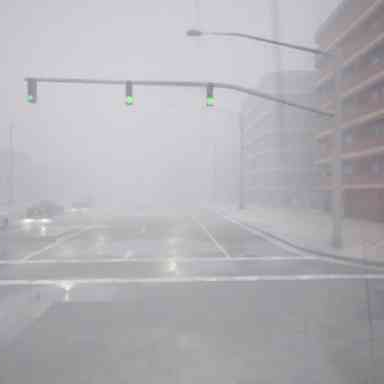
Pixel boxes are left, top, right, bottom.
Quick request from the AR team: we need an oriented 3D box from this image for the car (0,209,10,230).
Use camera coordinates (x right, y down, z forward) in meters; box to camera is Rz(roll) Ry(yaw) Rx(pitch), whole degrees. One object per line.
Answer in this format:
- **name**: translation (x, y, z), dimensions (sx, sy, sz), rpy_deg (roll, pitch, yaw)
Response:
- **car**: translation (-11.537, 1.455, 17.859), dimensions (1.812, 1.442, 4.674), rpy_deg (0, 1, -4)

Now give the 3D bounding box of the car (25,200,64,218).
- **car**: translation (-12.204, 1.376, 27.793), dimensions (1.994, 1.385, 4.181), rpy_deg (0, 1, -4)

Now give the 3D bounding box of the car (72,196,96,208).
- **car**: translation (-13.054, 1.168, 40.497), dimensions (2.033, 1.411, 5.357), rpy_deg (0, 1, -5)
